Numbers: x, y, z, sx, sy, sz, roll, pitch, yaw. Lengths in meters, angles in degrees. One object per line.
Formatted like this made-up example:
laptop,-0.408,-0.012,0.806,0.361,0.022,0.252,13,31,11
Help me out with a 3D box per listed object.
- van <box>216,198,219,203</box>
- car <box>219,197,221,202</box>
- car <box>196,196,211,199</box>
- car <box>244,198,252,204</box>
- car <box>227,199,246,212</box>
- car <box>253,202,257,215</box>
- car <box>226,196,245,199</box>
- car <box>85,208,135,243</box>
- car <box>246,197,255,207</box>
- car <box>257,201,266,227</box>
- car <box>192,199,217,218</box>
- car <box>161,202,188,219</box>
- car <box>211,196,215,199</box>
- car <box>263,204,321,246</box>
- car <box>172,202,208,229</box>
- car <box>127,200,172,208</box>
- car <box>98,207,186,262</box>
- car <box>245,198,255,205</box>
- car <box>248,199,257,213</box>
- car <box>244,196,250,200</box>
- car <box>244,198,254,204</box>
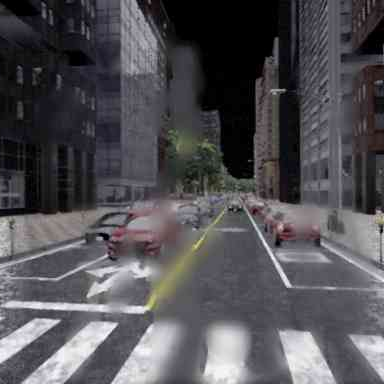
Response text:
van,5.004,1.928,81.338,1.690,1.788,3.998,-1,0,8
car,5.738,2.066,86.714,1.967,1.590,4.097,-1,0,8
car,1.337,1.703,54.458,2.192,1.841,5.009,-1,0,8
car,13.473,2.069,80.338,1.752,1.417,4.829,-1,0,8
car,5.516,1.880,42.422,1.895,1.301,4.718,0,0,8
car,6.118,1.742,26.418,1.802,1.307,4.206,-1,0,8
car,6.863,1.840,52.299,2.128,1.511,4.902,0,0,8
car,-3.795,1.699,16.823,1.947,1.339,4.313,0,0,8
car,9.073,1.833,48.088,1.752,1.417,4.829,-1,0,8
car,5.384,1.565,21.045,1.967,1.590,4.097,-1,0,8
car,1.170,1.735,33.309,1.837,1.490,4.892,0,0,8
car,-1.618,1.764,32.783,1.752,1.417,4.829,-1,0,8
car,2.803,1.781,65.210,2.192,1.841,5.009,-1,0,8
car,4.651,1.530,15.670,1.967,1.590,4.097,0,0,8
car,-0.233,1.668,23.072,1.837,1.490,4.892,0,0,8
car,-3.063,1.483,22.201,2.192,1.841,5.009,0,0,8
car,-1.639,1.574,12.852,1.882,1.535,5.008,0,0,7
car,11.982,2.007,69.420,1.887,1.381,4.507,-1,-1,8
car,7.584,1.777,37.169,1.887,1.381,4.507,-1,0,8
car,10.516,1.823,58.670,1.967,1.590,4.097,-1,0,8
car,12.717,2.053,74.794,2.008,1.369,4.403,-1,-1,8
